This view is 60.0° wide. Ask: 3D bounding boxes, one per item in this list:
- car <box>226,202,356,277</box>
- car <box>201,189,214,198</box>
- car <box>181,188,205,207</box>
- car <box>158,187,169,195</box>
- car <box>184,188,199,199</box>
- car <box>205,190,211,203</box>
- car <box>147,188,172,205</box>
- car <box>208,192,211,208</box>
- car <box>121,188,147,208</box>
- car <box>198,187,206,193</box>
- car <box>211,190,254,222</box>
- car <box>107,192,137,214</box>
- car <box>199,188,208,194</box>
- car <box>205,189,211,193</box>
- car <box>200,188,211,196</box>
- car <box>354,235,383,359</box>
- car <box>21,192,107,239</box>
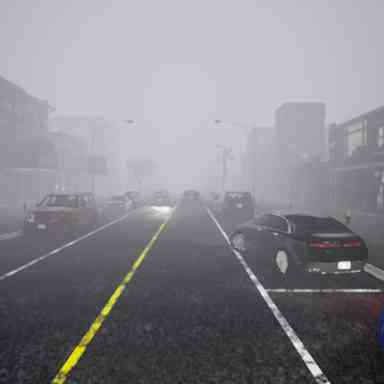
[{"bbox_3d":[2.738,1.269,9.545,1.837,1.490,4.892,0,2,-13],"label":"car"},{"bbox_3d":[2.568,0.177,56.480,2.008,1.369,4.403,0,1,0],"label":"car"},{"bbox_3d":[-0.047,0.514,34.208,2.097,1.767,4.553,0,1,0],"label":"car"},{"bbox_3d":[-6.105,-0.305,71.883,1.967,1.590,4.097,1,1,0],"label":"car"},{"bbox_3d":[-0.111,0.243,51.232,2.128,1.511,4.902,0,1,0],"label":"car"},{"bbox_3d":[2.568,0.788,31.803,1.947,1.339,4.313,1,1,0],"label":"car"},{"bbox_3d":[-3.241,0.608,36.058,2.128,1.511,4.902,0,1,0],"label":"car"},{"bbox_3d":[2.591,0.922,26.271,1.947,1.339,4.313,1,1,0],"label":"car"},{"bbox_3d":[-5.810,0.660,31.767,1.967,1.590,4.097,1,1,0],"label":"car"},{"bbox_3d":[2.491,-0.439,82.020,1.887,1.381,4.507,0,1,0],"label":"car"},{"bbox_3d":[2.616,0.805,20.734,2.192,1.841,5.009,1,1,0],"label":"car"},{"bbox_3d":[-5.790,0.936,26.238,1.802,1.307,4.206,1,1,0],"label":"car"},{"bbox_3d":[2.529,-0.188,73.022,1.802,1.307,4.206,0,1,0],"label":"car"},{"bbox_3d":[2.554,0.640,37.027,1.887,1.381,4.507,1,1,0],"label":"car"},{"bbox_3d":[2.566,0.011,64.023,1.947,1.339,4.313,0,1,0],"label":"car"},{"bbox_3d":[3.134,1.428,1.913,1.882,1.535,5.008,0,1,0],"label":"car"},{"bbox_3d":[-5.742,0.938,15.170,2.192,1.841,5.009,1,1,0],"label":"car"}]
